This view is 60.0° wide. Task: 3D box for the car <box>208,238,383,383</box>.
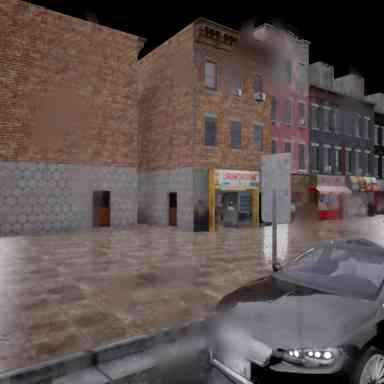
[{"bbox_3d":[2.453,1.491,4.831,4.902,1.511,2.128,0,0,-36],"label":"car"}]
